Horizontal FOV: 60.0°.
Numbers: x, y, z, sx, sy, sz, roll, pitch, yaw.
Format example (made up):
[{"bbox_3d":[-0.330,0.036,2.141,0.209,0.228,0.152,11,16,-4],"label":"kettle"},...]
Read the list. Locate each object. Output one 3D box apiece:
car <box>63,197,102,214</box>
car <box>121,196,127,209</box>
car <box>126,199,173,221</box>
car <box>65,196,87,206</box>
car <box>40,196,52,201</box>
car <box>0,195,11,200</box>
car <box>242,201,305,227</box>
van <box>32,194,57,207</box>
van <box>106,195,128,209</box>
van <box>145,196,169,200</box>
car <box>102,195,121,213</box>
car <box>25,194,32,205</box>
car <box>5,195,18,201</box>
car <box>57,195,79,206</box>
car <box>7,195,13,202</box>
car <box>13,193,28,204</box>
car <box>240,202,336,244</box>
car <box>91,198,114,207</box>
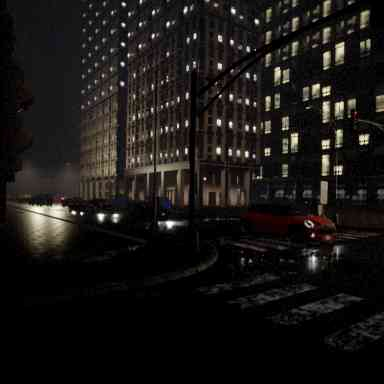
[{"bbox_3d":[-10.913,1.427,32.886,2.008,1.369,4.403,1,-1,-35],"label":"car"},{"bbox_3d":[-7.355,1.584,42.343,2.008,1.369,4.403,1,-1,-35],"label":"car"},{"bbox_3d":[-3.297,1.505,26.636,1.994,1.385,4.181,1,-1,-35],"label":"car"},{"bbox_3d":[-18.924,1.456,54.157,2.128,1.511,4.902,1,-1,-35],"label":"car"},{"bbox_3d":[-36.801,1.571,83.784,1.802,1.307,4.206,1,-1,-35],"label":"car"},{"bbox_3d":[-46.806,1.366,83.400,1.752,1.417,4.829,1,-1,-35],"label":"car"},{"bbox_3d":[5.734,1.505,23.926,1.967,1.590,4.097,1,-1,-35],"label":"car"},{"bbox_3d":[-20.725,1.197,46.702,1.690,1.788,3.998,1,-1,-35],"label":"van"},{"bbox_3d":[-10.622,1.368,46.950,1.690,1.788,3.998,1,-1,-35],"label":"van"},{"bbox_3d":[-4.079,1.382,37.741,1.690,1.788,3.998,1,-1,-35],"label":"van"},{"bbox_3d":[-9.855,1.403,35.880,1.882,1.535,5.008,1,-1,-36],"label":"car"},{"bbox_3d":[-24.001,1.432,51.304,1.802,1.307,4.206,1,-1,-35],"label":"car"},{"bbox_3d":[-40.358,1.378,74.327,2.008,1.369,4.403,1,-1,-35],"label":"car"},{"bbox_3d":[-15.976,1.404,44.561,2.128,1.511,4.902,1,-1,-35],"label":"car"},{"bbox_3d":[-37.087,1.397,69.722,1.947,1.339,4.313,1,-1,-35],"label":"car"},{"bbox_3d":[-30.540,1.155,60.516,2.192,1.841,5.009,1,-1,-35],"label":"car"},{"bbox_3d":[4.417,1.320,15.771,2.097,1.767,4.553,1,0,-35],"label":"car"},{"bbox_3d":[-13.899,1.587,51.552,1.947,1.339,4.313,1,-1,-35],"label":"car"}]
